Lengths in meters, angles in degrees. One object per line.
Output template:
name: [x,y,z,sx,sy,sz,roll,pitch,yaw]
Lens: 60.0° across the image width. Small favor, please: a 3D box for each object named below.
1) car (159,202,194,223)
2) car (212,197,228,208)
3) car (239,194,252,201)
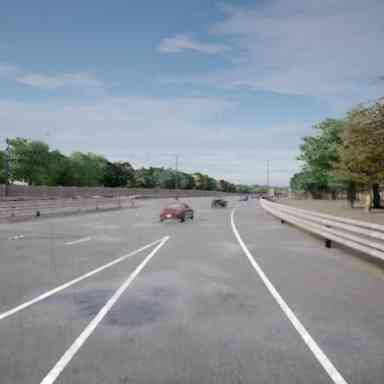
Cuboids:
car: [-1.117,1.502,25.322,1.812,1.442,4.674,0,0,12]
car: [4.005,1.467,47.474,1.837,1.490,4.892,0,0,14]
car: [12.476,1.483,80.155,2.033,1.411,5.357,0,0,16]
